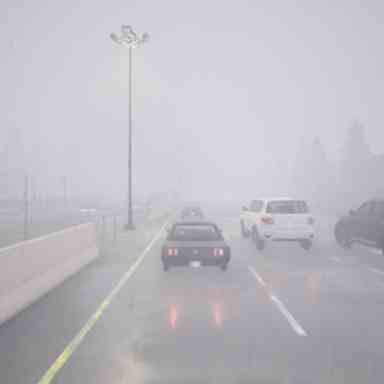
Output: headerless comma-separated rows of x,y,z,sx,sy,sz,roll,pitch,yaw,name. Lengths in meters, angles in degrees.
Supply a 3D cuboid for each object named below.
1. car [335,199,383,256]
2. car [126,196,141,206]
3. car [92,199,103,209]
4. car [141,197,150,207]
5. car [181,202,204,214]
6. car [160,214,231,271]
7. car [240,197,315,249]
7.087,1.237,11.657,2.150,2.045,5.566,0,0,0,car
-9.973,1.424,57.185,2.097,1.767,4.553,0,0,2,car
-13.760,1.623,45.884,1.994,1.385,4.181,0,0,2,car
-6.550,1.572,53.949,1.837,1.490,4.892,0,0,2,car
0.065,1.562,28.570,1.812,1.442,4.674,0,0,1,car
0.084,1.615,10.970,1.895,1.301,4.718,0,0,0,car
3.568,1.241,14.763,2.150,2.045,5.566,0,0,0,car
